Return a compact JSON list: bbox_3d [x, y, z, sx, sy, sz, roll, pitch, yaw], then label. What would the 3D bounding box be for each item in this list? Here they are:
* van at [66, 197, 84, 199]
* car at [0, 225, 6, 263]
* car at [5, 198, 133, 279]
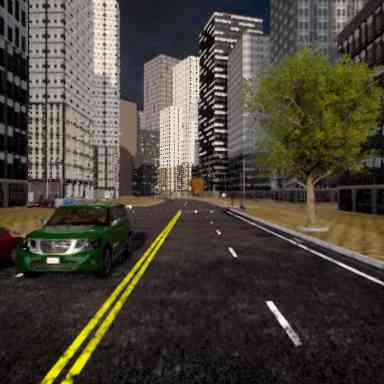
[{"bbox_3d":[-22.645,1.864,64.283,3.998,1.788,1.690,0,0,1],"label":"van"},{"bbox_3d":[-6.601,1.633,9.532,1.812,1.442,4.674,0,-1,0],"label":"car"},{"bbox_3d":[-3.350,1.344,10.788,2.150,2.045,5.566,0,-1,0],"label":"car"}]
